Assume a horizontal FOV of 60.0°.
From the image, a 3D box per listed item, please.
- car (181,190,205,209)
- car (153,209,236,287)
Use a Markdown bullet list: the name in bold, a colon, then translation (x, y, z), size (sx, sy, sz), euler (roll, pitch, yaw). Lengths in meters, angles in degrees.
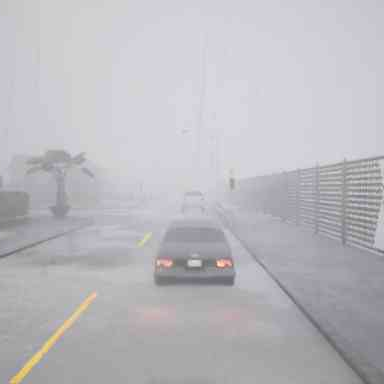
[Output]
- **car**: translation (0.123, 0.799, 32.996), size (2.150, 2.045, 5.566), euler (0, 1, 0)
- **car**: translation (0.070, 1.429, 9.117), size (2.033, 1.411, 5.357), euler (0, 1, 1)
